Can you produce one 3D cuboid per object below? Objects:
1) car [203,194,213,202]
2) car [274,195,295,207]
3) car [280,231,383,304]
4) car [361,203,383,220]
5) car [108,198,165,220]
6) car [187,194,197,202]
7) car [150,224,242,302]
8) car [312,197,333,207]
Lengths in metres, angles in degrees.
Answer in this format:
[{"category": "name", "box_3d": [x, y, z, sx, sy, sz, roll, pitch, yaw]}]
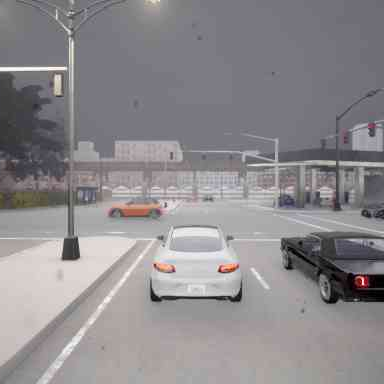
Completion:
[{"category": "car", "box_3d": [3.516, 1.257, 72.298, 2.097, 1.767, 4.553, 0, 0, 0]}, {"category": "car", "box_3d": [13.222, 1.262, 47.651, 2.242, 1.667, 4.611, 0, 0, 0]}, {"category": "car", "box_3d": [3.589, 1.599, 8.095, 1.895, 1.301, 4.718, 0, 0, 0]}, {"category": "car", "box_3d": [16.314, 1.564, 27.500, 4.181, 1.385, 1.994, 0, 0, -1]}, {"category": "car", "box_3d": [-4.584, 1.307, 27.549, 4.553, 1.767, 2.097, 0, 0, 1]}, {"category": "car", "box_3d": [0.016, 1.250, 72.299, 2.097, 1.767, 4.553, 0, 0, 0]}, {"category": "car", "box_3d": [0.084, 1.517, 8.112, 1.812, 1.442, 4.674, 0, 0, 0]}, {"category": "car", "box_3d": [18.967, 1.435, 48.413, 1.970, 1.475, 3.806, 0, 0, 0]}]
